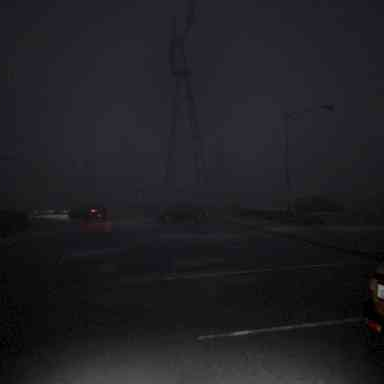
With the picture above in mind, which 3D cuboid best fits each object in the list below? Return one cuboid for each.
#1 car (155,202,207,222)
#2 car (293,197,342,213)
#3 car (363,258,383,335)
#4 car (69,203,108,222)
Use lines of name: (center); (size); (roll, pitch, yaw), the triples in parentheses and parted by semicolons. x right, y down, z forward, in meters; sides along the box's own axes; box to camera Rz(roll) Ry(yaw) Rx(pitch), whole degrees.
car: (-0.909, 1.525, 25.857); (3.905, 1.438, 1.784); (-2, 0, -13)
car: (11.313, 1.161, 30.031); (4.193, 1.474, 1.816); (-2, 0, -13)
car: (4.524, 1.179, 4.045); (4.605, 1.855, 1.932); (-2, 0, -13)
car: (-8.976, 1.722, 28.495); (2.128, 1.511, 4.902); (-2, 0, -40)
